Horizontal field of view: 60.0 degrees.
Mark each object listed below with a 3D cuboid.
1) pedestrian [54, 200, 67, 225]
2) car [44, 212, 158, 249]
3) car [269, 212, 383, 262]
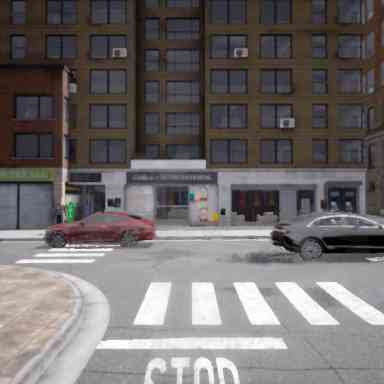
[{"bbox_3d":[-6.836,1.274,17.142,0.375,1.860,0.375,0,0,0],"label":"pedestrian"},{"bbox_3d":[-3.813,1.575,14.215,4.674,1.442,1.812,-1,-1,0],"label":"car"},{"bbox_3d":[5.093,1.422,11.221,4.902,1.511,2.128,-1,-1,0],"label":"car"}]
